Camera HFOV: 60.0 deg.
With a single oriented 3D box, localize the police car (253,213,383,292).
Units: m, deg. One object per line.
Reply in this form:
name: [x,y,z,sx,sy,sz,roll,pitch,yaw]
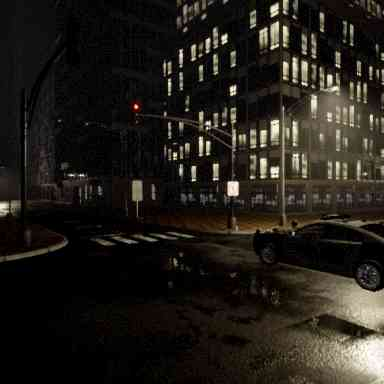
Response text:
police car: [3.878,1.425,9.283,1.930,1.638,5.238,0,0,-34]
